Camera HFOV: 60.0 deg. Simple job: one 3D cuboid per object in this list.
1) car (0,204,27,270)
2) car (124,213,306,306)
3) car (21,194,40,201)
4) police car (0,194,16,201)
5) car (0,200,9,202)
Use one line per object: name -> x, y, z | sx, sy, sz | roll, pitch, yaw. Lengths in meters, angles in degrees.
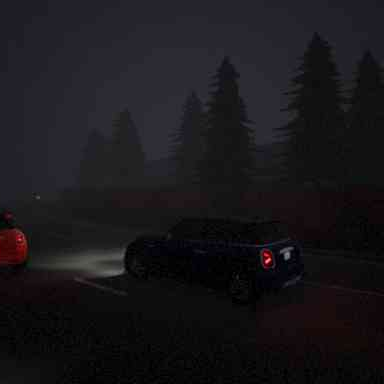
car -> -6.783, 1.330, 9.938 | 4.553, 1.767, 2.097 | 0, 0, 42
car -> 0.352, 1.359, 8.354 | 4.553, 1.767, 2.097 | 0, 0, 39
car -> -40.706, 1.355, 83.045 | 1.882, 1.535, 5.008 | 0, 0, 3
police car -> -40.809, 1.297, 73.575 | 1.930, 1.638, 5.238 | 0, 0, -2
car -> -13.275, 1.505, 21.953 | 2.033, 1.411, 5.357 | 0, 0, -39
